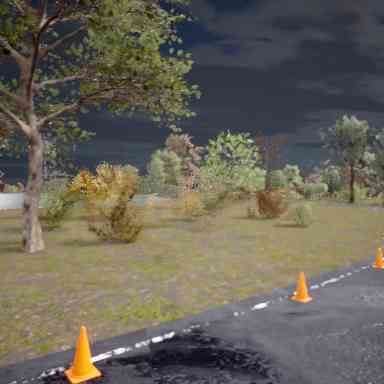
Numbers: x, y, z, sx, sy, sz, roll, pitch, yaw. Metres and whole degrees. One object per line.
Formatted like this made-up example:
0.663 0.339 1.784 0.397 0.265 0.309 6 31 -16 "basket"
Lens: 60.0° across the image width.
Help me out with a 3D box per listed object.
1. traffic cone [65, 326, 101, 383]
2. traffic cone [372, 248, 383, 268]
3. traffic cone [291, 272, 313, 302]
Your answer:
-1.359 1.977 4.155 0.340 0.580 0.340 1 -1 -37 "traffic cone"
5.933 2.074 10.518 0.340 0.580 0.340 1 0 -45 "traffic cone"
2.388 2.027 7.220 0.340 0.580 0.340 1 0 -41 "traffic cone"
